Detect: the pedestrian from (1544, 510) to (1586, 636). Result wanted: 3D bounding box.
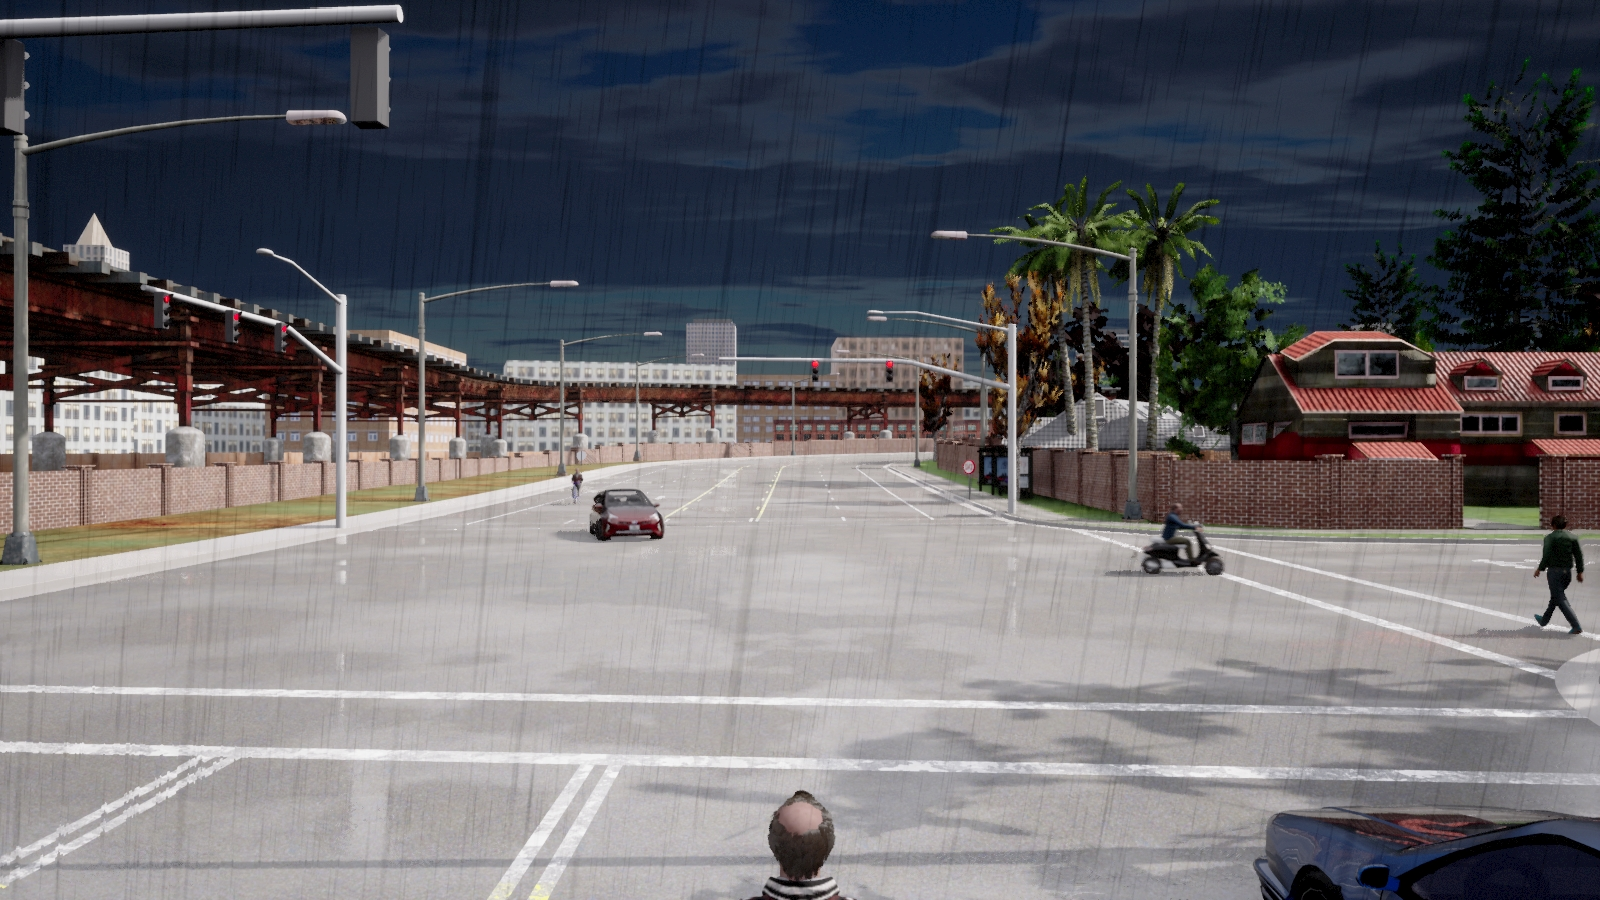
[{"bbox_3d":[11.529,1.848,17.226,0.375,1.860,0.375,0,0,1],"label":"pedestrian"}]

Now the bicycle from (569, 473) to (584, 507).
[{"bbox_3d":[-10.529,1.879,53.854,0.329,1.496,1.835,0,0,0],"label":"bicycle"}]

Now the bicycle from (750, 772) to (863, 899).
[{"bbox_3d":[0.019,2.048,3.681,0.329,1.496,1.835,0,0,0],"label":"bicycle"}]

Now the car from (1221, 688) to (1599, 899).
[{"bbox_3d":[3.467,2.106,4.038,2.033,1.411,5.357,0,0,1],"label":"car"}]

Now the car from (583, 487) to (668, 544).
[{"bbox_3d":[-5.613,2.010,36.285,2.007,1.525,4.514,0,0,-17],"label":"car"}]

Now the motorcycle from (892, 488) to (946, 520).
[{"bbox_3d":[4.882,2.205,46.997,2.209,1.251,0.867,0,0,5],"label":"motorcycle"}]

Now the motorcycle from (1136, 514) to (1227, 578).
[{"bbox_3d":[8.428,2.112,25.315,1.805,1.341,0.856,0,-1,12],"label":"motorcycle"}]
